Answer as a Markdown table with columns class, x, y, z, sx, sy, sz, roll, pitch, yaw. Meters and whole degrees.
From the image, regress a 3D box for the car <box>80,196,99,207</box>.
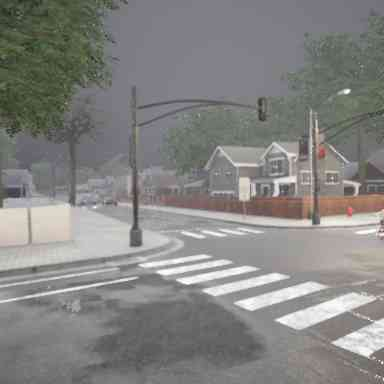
| class | x | y | z | sx | sy | sz | roll | pitch | yaw |
| --- | --- | --- | --- | --- | --- | --- | --- | --- | --- |
| car | -17.375 | 1.466 | 55.612 | 2.097 | 1.767 | 4.553 | -1 | 0 | -25 |

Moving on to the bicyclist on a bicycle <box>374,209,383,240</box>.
| class | x | y | z | sx | sy | sz | roll | pitch | yaw |
| --- | --- | --- | --- | --- | --- | --- | --- | --- | --- |
| bicyclist on a bicycle | 8.415 | 1.230 | 14.354 | 1.509 | 1.612 | 0.866 | -1 | 1 | -34 |

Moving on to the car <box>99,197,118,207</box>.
| class | x | y | z | sx | sy | sz | roll | pitch | yaw |
| --- | --- | --- | --- | --- | --- | --- | --- | --- | --- |
| car | -13.120 | 1.563 | 52.940 | 1.837 | 1.490 | 4.892 | -1 | 0 | -25 |

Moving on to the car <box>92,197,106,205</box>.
| class | x | y | z | sx | sy | sz | roll | pitch | yaw |
| --- | --- | --- | --- | --- | --- | --- | --- | --- | --- |
| car | -17.467 | 1.658 | 62.412 | 1.994 | 1.385 | 4.181 | -1 | 0 | -25 |
